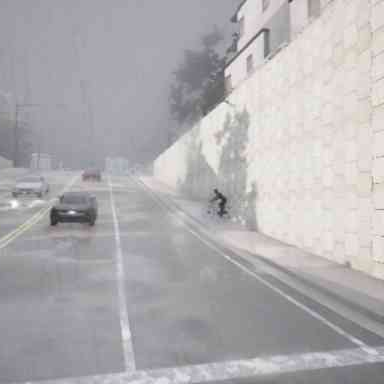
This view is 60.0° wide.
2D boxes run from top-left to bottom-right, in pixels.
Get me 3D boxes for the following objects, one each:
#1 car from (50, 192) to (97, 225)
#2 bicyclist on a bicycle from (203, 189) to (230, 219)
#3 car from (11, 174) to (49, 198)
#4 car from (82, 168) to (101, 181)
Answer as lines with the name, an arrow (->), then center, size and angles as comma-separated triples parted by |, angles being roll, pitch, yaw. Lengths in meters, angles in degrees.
car -> -5.755, 0.678, 16.484 | 1.994, 1.385, 4.181 | 2, 5, -15
bicyclist on a bicycle -> 1.399, 0.651, 18.033 | 1.656, 1.620, 0.582 | 1, 4, -14
car -> -11.616, -0.521, 24.162 | 1.812, 1.442, 4.674 | 2, 7, -15
car -> -11.468, -2.058, 38.142 | 1.895, 1.301, 4.718 | 2, 7, -15
